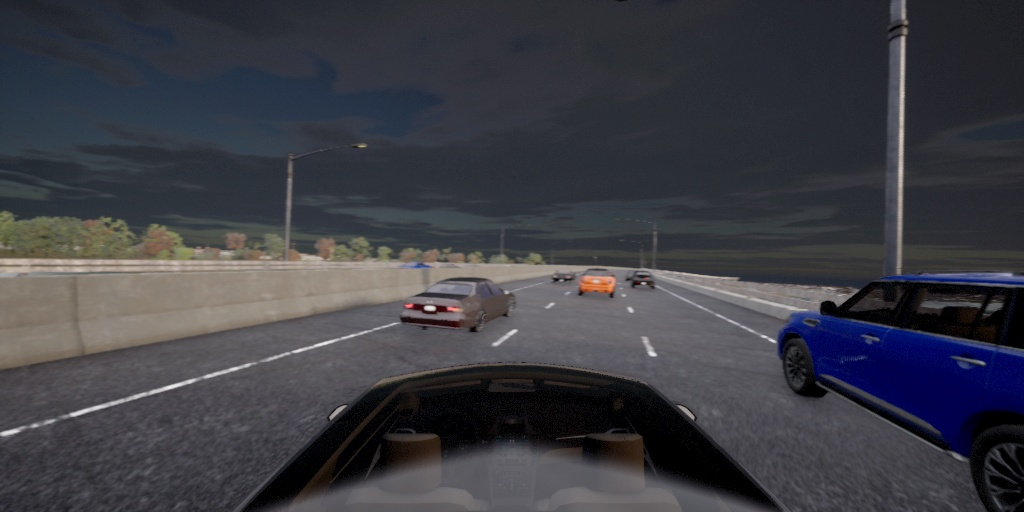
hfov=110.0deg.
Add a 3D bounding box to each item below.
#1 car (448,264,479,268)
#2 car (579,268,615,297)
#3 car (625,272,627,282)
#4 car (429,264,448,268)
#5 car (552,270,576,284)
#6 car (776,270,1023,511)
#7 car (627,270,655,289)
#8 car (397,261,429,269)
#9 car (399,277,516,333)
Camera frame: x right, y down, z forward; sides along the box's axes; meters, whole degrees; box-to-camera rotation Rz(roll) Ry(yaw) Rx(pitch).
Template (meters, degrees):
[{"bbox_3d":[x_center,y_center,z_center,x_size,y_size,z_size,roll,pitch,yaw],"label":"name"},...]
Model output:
[{"bbox_3d":[-4.663,1.648,39.575,2.033,1.411,5.357,2,-1,16],"label":"car"},{"bbox_3d":[5.597,1.592,23.436,2.097,1.767,4.553,2,-1,15],"label":"car"},{"bbox_3d":[14.907,2.425,43.828,1.994,1.385,4.181,2,-1,16],"label":"car"},{"bbox_3d":[-7.533,1.601,42.260,1.994,1.385,4.181,2,-1,16],"label":"car"},{"bbox_3d":[5.178,1.988,35.081,1.895,1.301,4.718,2,-1,16],"label":"car"},{"bbox_3d":[5.124,1.182,3.794,2.150,2.045,5.566,2,-1,15],"label":"car"},{"bbox_3d":[11.533,2.073,31.870,1.837,1.490,4.892,2,-1,16],"label":"car"},{"bbox_3d":[-11.381,1.367,41.499,1.882,1.535,5.008,2,-1,16],"label":"car"},{"bbox_3d":[-1.352,1.374,11.138,2.033,1.411,5.357,2,-1,15],"label":"car"}]
